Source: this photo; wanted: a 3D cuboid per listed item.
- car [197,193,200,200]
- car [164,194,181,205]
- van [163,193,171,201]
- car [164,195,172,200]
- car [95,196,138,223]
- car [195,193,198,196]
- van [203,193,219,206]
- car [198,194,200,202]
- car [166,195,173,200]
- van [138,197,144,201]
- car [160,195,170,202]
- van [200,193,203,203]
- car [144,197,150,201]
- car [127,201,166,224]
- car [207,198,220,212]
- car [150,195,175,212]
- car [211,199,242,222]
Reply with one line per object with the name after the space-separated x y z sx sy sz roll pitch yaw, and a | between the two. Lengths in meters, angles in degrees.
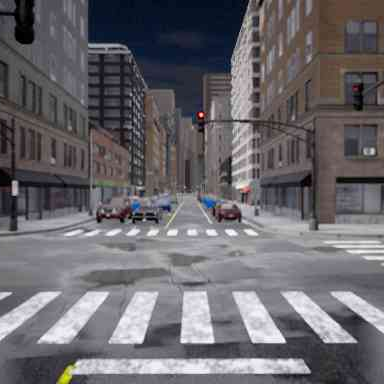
2.447 1.490 74.976 1.802 1.307 4.206 0 0 0 | car
-3.350 1.436 55.816 1.837 1.490 4.892 0 0 0 | car
-6.109 1.244 80.431 1.690 1.788 3.998 0 0 0 | van
-6.139 1.463 85.932 1.947 1.339 4.313 0 0 0 | car
-5.809 1.282 25.418 2.192 1.841 5.009 0 0 0 | car
2.416 1.217 80.477 2.192 1.841 5.009 0 0 0 | car
2.627 1.288 41.968 1.690 1.788 3.998 0 0 0 | van
2.507 1.502 63.974 1.802 1.307 4.206 0 0 0 | car
-6.169 1.474 91.434 1.802 1.307 4.206 0 0 0 | car
-5.839 1.302 30.919 1.690 1.788 3.998 0 0 0 | van
-6.079 1.459 74.929 2.008 1.369 4.403 0 0 0 | car
2.567 1.274 52.971 1.690 1.788 3.998 0 0 0 | van
-5.898 1.387 41.922 1.967 1.590 4.097 0 0 0 | car
-3.233 1.569 24.696 1.895 1.301 4.718 0 0 0 | car
2.688 1.526 30.966 1.947 1.339 4.313 0 0 0 | car
-3.295 1.430 37.782 1.882 1.535 5.008 0 0 0 | car
2.718 1.511 25.464 1.887 1.381 4.507 0 0 0 | car
